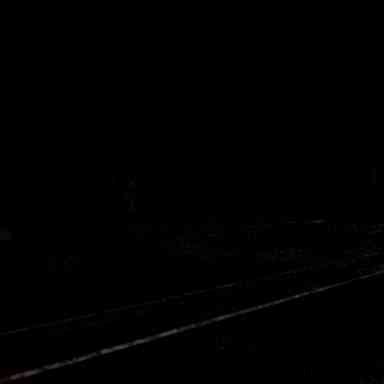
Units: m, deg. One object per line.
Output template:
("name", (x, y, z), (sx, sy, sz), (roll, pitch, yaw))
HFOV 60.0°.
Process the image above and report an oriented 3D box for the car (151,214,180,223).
("car", (-3.596, 3.556, 44.462), (1.895, 1.301, 4.718), (0, -5, -36))
